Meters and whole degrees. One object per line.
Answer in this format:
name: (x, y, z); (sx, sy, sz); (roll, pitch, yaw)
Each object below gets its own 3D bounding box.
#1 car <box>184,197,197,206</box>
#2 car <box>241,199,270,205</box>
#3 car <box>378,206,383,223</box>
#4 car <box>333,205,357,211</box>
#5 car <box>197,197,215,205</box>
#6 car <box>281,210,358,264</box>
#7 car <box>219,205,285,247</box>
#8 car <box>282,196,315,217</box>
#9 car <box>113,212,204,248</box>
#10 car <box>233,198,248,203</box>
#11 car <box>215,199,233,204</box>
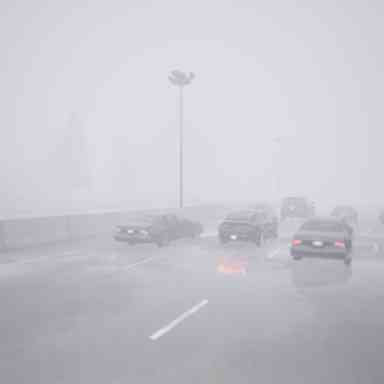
car: (0.173, 1.705, 65.334); (2.097, 1.767, 4.553); (0, 0, 27)
car: (6.421, 1.679, 30.797); (1.837, 1.490, 4.892); (0, 0, 27)
car: (16.106, 1.686, 26.674); (1.812, 1.442, 4.674); (0, 0, 27)
car: (12.737, 1.728, 27.772); (1.994, 1.385, 4.181); (0, 0, 27)
car: (3.277, 1.948, 63.716); (1.895, 1.301, 4.718); (0, 0, 27)
car: (4.940, 1.620, 12.293); (2.033, 1.411, 5.357); (0, 0, 27)
car: (2.824, 1.595, 15.826); (1.837, 1.490, 4.892); (0, 0, 27)
car: (9.019, 1.385, 28.198); (2.150, 2.045, 5.566); (0, 0, 27)
car: (-1.309, 1.630, 15.447); (2.033, 1.411, 5.357); (0, 0, 27)
car: (9.547, 1.863, 60.642); (1.812, 1.442, 4.674); (0, 0, 27)
car: (6.426, 1.906, 62.217); (1.994, 1.385, 4.181); (0, 0, 27)
